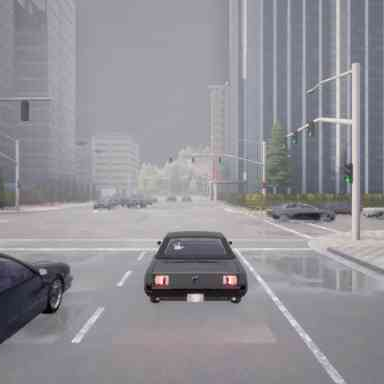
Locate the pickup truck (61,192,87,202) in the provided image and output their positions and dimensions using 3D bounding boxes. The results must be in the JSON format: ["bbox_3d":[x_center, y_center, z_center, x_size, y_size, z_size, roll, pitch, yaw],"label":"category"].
[{"bbox_3d":[-24.753,1.059,69.215,2.390,2.098,6.274,0,0,30],"label":"pickup truck"}]

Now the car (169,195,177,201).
[{"bbox_3d":[-4.867,1.524,84.706,1.812,1.442,4.674,0,0,-1],"label":"car"}]

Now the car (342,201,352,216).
[{"bbox_3d":[13.590,1.547,31.559,5.357,1.411,2.033,0,0,-3],"label":"car"}]

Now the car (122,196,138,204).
[{"bbox_3d":[-11.585,1.491,62.603,2.128,1.511,4.902,0,0,-1],"label":"car"}]

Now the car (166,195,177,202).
[{"bbox_3d":[-4.702,1.500,74.538,1.837,1.490,4.892,0,0,-1],"label":"car"}]

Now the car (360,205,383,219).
[{"bbox_3d":[16.945,1.601,28.051,4.718,1.301,1.895,0,0,0],"label":"car"}]

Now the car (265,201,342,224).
[{"bbox_3d":[7.861,1.491,24.271,4.902,1.511,2.128,0,0,-1],"label":"car"}]

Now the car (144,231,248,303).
[{"bbox_3d":[0.069,1.601,8.153,1.895,1.301,4.718,0,0,0],"label":"car"}]

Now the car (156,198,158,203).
[{"bbox_3d":[-8.113,1.564,67.965,1.994,1.385,4.181,0,0,0],"label":"car"}]

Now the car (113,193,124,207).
[{"bbox_3d":[-11.467,1.221,52.655,2.150,2.045,5.566,0,0,-1],"label":"car"}]

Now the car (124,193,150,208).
[{"bbox_3d":[-7.911,1.221,48.169,2.150,2.045,5.566,0,0,-1],"label":"car"}]

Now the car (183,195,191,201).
[{"bbox_3d":[-1.367,1.540,84.774,2.033,1.411,5.357,0,0,-1],"label":"car"}]

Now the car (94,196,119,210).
[{"bbox_3d":[-11.332,1.564,43.322,1.994,1.385,4.181,0,0,-1],"label":"car"}]

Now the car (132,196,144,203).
[{"bbox_3d":[-11.682,1.546,72.583,1.994,1.385,4.181,0,0,-1],"label":"car"}]

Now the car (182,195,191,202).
[{"bbox_3d":[-1.212,1.553,74.999,1.994,1.385,4.181,0,0,-1],"label":"car"}]

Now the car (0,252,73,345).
[{"bbox_3d":[-3.435,1.547,4.558,2.033,1.411,5.357,0,0,0],"label":"car"}]

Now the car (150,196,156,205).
[{"bbox_3d":[-8.039,1.352,57.918,2.097,1.767,4.553,0,0,-1],"label":"car"}]
